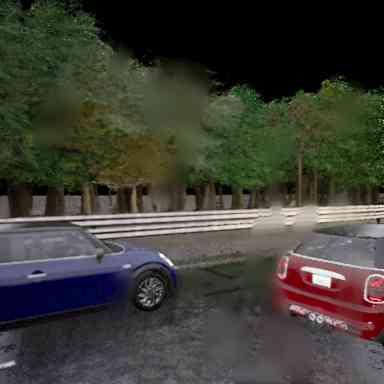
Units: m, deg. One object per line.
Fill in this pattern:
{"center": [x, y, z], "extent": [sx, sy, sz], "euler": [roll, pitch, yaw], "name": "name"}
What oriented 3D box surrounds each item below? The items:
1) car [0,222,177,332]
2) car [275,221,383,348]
{"center": [-2.499, 1.349, 6.212], "extent": [4.553, 1.767, 2.097], "euler": [0, 0, -35], "name": "car"}
{"center": [3.725, 1.375, 6.273], "extent": [4.553, 1.767, 2.097], "euler": [0, 0, -35], "name": "car"}
